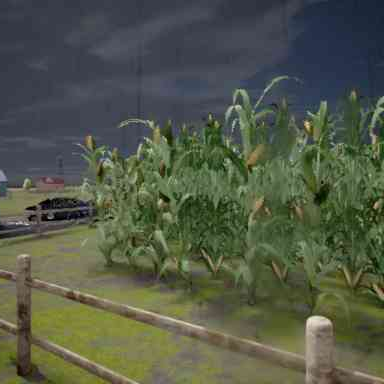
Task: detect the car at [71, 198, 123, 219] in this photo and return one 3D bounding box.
[{"bbox_3d":[-6.424,1.176,24.720,1.812,1.442,4.674,1,2,22],"label":"car"}]

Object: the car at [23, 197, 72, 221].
[{"bbox_3d":[-9.800,1.149,24.051,1.837,1.490,4.892,1,1,22],"label":"car"}]
